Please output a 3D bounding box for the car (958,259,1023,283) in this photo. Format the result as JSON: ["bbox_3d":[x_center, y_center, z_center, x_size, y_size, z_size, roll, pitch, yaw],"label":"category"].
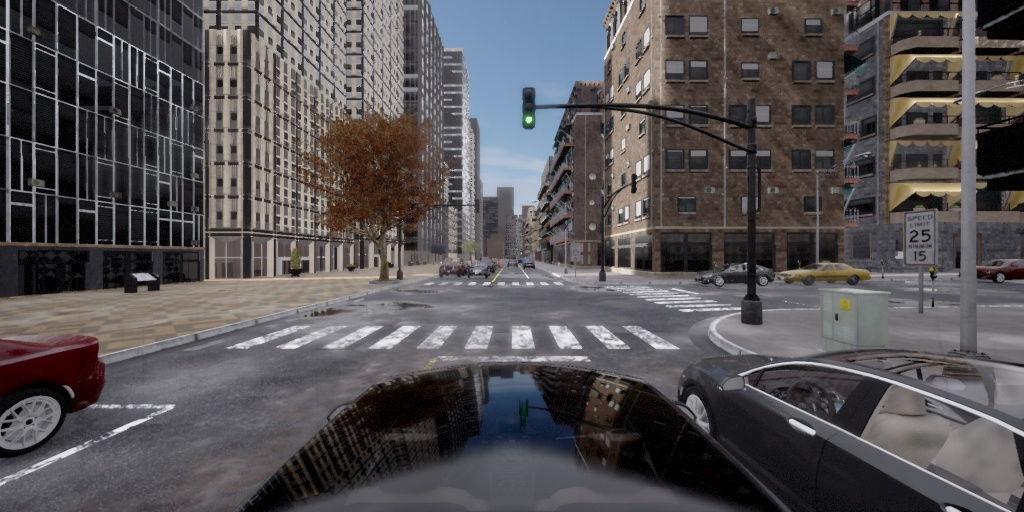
[{"bbox_3d":[30.137,0.860,21.903,4.507,1.381,1.888,0,0,-1],"label":"car"}]

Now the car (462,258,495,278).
[{"bbox_3d":[-3.099,1.258,34.197,2.128,1.511,4.902,0,0,0],"label":"car"}]

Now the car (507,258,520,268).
[{"bbox_3d":[0.105,1.289,64.088,2.128,1.511,4.902,0,0,0],"label":"car"}]

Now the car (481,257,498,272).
[{"bbox_3d":[-3.096,1.126,43.369,2.097,1.767,4.553,0,0,0],"label":"car"}]

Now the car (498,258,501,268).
[{"bbox_3d":[-3.090,1.384,53.087,1.895,1.301,4.718,0,0,0],"label":"car"}]

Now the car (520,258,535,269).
[{"bbox_3d":[2.692,1.353,56.797,1.948,1.339,4.313,0,0,0],"label":"car"}]

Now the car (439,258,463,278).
[{"bbox_3d":[-5.690,1.081,34.707,2.192,1.841,5.009,0,0,0],"label":"car"}]

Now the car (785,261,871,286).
[{"bbox_3d":[18.833,0.994,21.789,4.829,1.417,1.751,0,0,-1],"label":"car"}]

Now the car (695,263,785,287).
[{"bbox_3d":[13.435,1.097,21.734,4.403,1.370,2.007,0,0,-1],"label":"car"}]

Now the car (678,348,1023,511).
[{"bbox_3d":[2.689,1.300,2.319,2.007,1.370,4.403,0,0,0],"label":"car"}]

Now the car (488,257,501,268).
[{"bbox_3d":[-3.044,1.148,63.104,2.097,1.767,4.553,0,0,1],"label":"car"}]

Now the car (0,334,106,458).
[{"bbox_3d":[-5.692,1.295,2.319,1.888,1.381,4.507,0,0,0],"label":"car"}]
